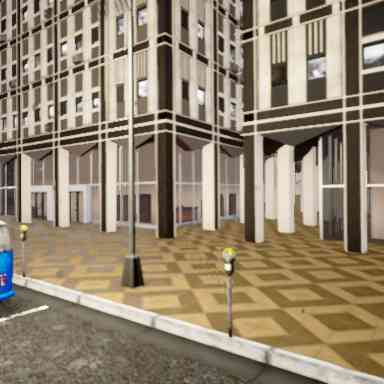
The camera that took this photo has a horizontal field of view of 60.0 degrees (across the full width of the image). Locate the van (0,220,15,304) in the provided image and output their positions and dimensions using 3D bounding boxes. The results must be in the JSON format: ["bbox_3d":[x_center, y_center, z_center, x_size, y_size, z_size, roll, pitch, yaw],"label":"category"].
[{"bbox_3d":[-5.170,1.326,6.571,3.998,1.788,1.690,0,-1,35],"label":"van"}]
